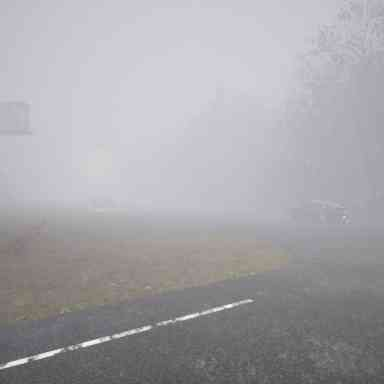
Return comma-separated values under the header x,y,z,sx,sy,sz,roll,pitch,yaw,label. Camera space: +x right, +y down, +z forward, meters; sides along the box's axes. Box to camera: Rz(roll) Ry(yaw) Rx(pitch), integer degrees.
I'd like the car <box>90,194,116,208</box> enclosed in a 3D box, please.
x,y,z,sx,sy,sz,roll,pitch,yaw,label
-11.449,1.096,42.575,2.097,1.767,4.553,0,0,-34,car

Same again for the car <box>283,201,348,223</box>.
x,y,z,sx,sy,sz,roll,pitch,yaw,label
9.103,1.447,24.853,1.837,1.490,4.892,0,0,-34,car
